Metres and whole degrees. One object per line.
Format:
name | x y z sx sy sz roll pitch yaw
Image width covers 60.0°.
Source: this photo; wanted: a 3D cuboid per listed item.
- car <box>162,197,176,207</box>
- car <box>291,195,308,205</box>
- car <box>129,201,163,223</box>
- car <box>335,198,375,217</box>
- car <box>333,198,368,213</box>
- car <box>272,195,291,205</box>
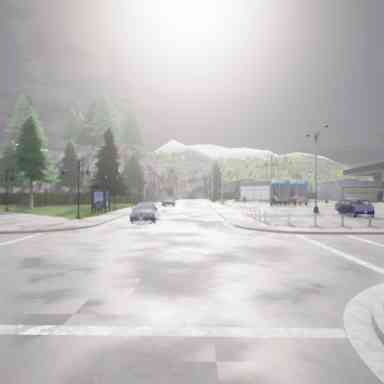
car | -3.537 1.475 51.052 1.812 1.442 4.674 0 0 0
car | 17.300 1.320 54.545 2.152 1.636 5.027 0 0 0
car | -3.517 1.530 25.312 1.812 1.442 4.674 0 0 0
car | 13.935 1.368 28.488 1.845 1.501 3.633 0 0 0
car | 16.983 1.377 35.881 1.970 1.475 3.806 0 0 0
car | 14.163 1.329 54.521 2.007 1.523 4.514 0 0 0
